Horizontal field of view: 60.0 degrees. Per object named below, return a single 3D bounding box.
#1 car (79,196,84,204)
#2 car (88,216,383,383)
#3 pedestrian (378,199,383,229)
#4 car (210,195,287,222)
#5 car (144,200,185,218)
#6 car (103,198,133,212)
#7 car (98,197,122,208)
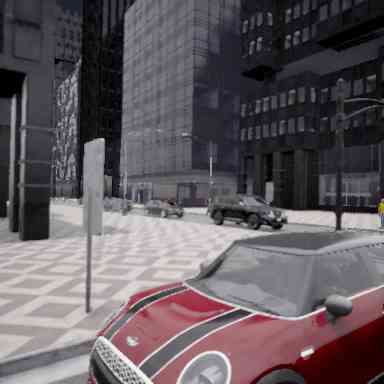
[{"bbox_3d":[-17.529,1.375,55.837,1.837,1.490,4.892,2,-1,-35],"label":"car"},{"bbox_3d":[1.130,1.361,4.126,4.553,1.767,2.097,0,0,-36],"label":"car"},{"bbox_3d":[11.563,1.288,20.087,0.375,1.860,0.375,2,-1,-35],"label":"pedestrian"},{"bbox_3d":[3.376,1.199,20.872,2.150,2.045,5.566,2,-1,-33],"label":"car"},{"bbox_3d":[-2.477,1.450,29.096,1.837,1.490,4.892,2,-1,-35],"label":"car"},{"bbox_3d":[-8.552,1.453,37.662,2.033,1.411,5.357,2,-1,-35],"label":"car"},{"bbox_3d":[-11.781,1.497,47.719,1.994,1.385,4.181,2,-1,-35],"label":"car"}]
